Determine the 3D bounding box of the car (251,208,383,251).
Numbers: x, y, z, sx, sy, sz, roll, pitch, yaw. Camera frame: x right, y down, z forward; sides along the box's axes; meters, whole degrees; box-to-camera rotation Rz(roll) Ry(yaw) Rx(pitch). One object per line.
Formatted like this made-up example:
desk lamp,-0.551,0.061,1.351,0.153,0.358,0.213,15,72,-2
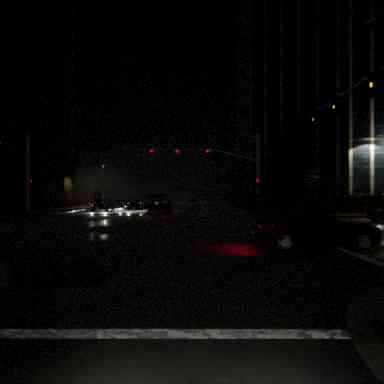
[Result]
car,4.949,1.477,13.511,5.008,1.535,1.882,0,0,-1

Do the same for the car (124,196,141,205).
car,-10.608,1.491,59.342,2.128,1.511,4.902,0,0,0

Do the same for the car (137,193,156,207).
car,-7.136,1.221,52.900,2.150,2.045,5.566,0,0,0

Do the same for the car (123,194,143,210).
car,-7.139,1.352,43.399,2.097,1.767,4.553,0,0,0

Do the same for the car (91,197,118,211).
car,-10.617,1.526,39.890,1.812,1.442,4.674,0,0,0

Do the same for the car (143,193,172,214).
car,-3.465,1.221,36.079,2.150,2.045,5.566,0,0,1

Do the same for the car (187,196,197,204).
car,-0.062,1.525,64.957,1.812,1.442,4.674,0,0,0

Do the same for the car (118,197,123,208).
car,-10.639,1.491,49.159,2.128,1.511,4.902,0,0,0
